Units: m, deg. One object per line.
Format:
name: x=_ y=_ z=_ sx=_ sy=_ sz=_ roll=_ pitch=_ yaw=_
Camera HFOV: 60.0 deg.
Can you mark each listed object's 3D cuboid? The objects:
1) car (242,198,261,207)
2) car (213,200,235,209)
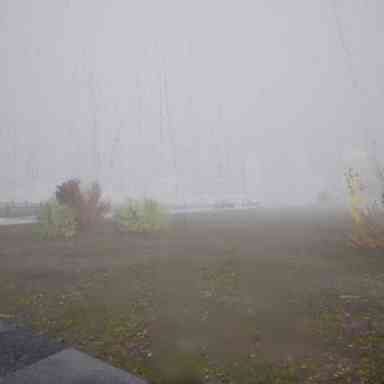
car: x=11.312 y=1.989 z=63.304 sx=2.097 sy=1.767 sz=4.553 roll=-1 pitch=-1 yaw=36
car: x=5.327 y=2.014 z=54.885 sx=2.128 sy=1.511 sz=4.902 roll=-1 pitch=-1 yaw=36
